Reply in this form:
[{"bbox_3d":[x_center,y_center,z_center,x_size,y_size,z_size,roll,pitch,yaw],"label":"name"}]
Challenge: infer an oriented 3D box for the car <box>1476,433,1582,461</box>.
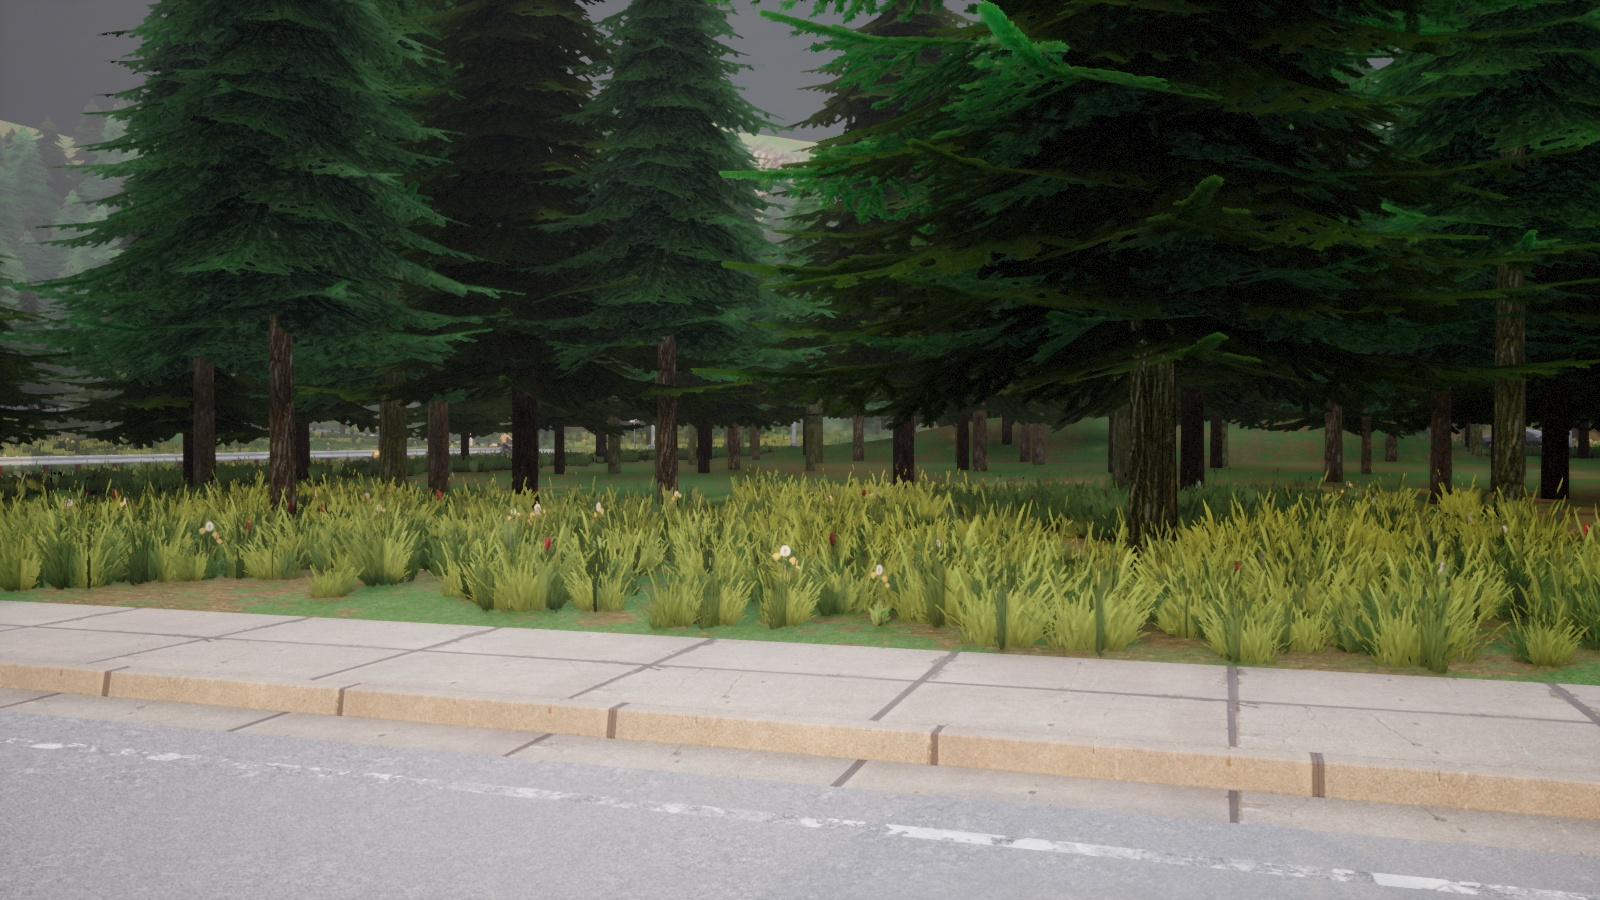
[{"bbox_3d":[41.134,-0.178,70.993,1.837,1.490,4.892,0,1,-32],"label":"car"}]
